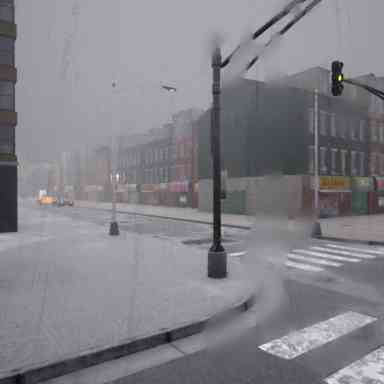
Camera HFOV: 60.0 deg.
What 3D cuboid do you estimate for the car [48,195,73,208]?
[{"bbox_3d":[-17.958,1.443,45.901,1.895,1.301,4.718,0,0,-36],"label":"car"}]

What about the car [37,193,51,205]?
[{"bbox_3d":[-23.806,1.163,54.049,2.097,1.767,4.553,0,0,-34],"label":"car"}]
